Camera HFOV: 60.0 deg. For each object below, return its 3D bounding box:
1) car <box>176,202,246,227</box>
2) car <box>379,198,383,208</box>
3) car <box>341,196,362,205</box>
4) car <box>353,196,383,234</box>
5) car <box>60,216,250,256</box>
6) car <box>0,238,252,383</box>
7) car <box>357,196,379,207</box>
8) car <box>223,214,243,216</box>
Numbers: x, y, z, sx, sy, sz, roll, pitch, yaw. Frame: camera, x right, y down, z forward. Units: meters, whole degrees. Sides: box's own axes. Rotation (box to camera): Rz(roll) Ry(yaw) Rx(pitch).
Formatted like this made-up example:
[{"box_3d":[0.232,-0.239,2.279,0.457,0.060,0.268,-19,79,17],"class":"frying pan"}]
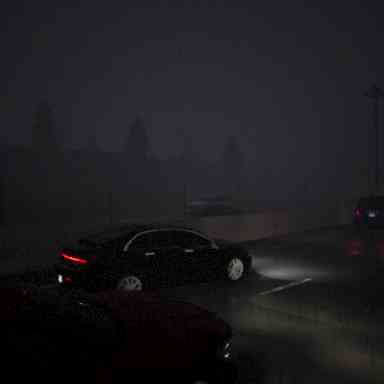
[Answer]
[{"box_3d":[1.508,1.547,24.090,2.033,1.411,5.357,0,0,45],"class":"car"},{"box_3d":[29.368,1.564,49.266,1.994,1.385,4.181,0,0,43],"class":"car"},{"box_3d":[27.764,1.504,57.852,1.837,1.490,4.892,0,0,43],"class":"car"},{"box_3d":[10.718,1.223,18.316,2.150,2.045,5.566,0,0,44],"class":"car"},{"box_3d":[-0.641,1.499,7.932,4.892,1.490,1.837,2,-1,-38],"class":"car"},{"box_3d":[-1.844,1.477,2.623,5.008,1.535,1.882,0,0,-36],"class":"car"},{"box_3d":[28.160,1.477,53.126,1.882,1.535,5.008,0,0,43],"class":"car"},{"box_3d":[0.693,1.564,18.507,4.181,1.385,1.994,0,0,-43],"class":"car"}]
